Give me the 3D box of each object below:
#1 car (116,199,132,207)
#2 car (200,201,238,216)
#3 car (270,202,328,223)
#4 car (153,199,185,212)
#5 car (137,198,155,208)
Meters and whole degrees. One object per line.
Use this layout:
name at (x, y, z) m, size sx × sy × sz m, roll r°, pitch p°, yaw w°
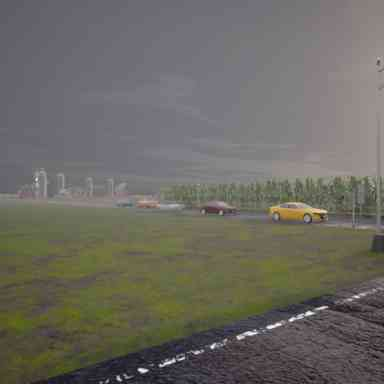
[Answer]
car at (-13.329, 2.123, 64.969) m, size 1.994 × 1.385 × 4.181 m, roll 0°, pitch -1°, yaw -34°
car at (2.834, 1.722, 36.023) m, size 1.882 × 1.535 × 5.008 m, roll 0°, pitch -1°, yaw -34°
car at (8.705, 1.627, 27.419) m, size 1.882 × 1.535 × 5.008 m, roll 0°, pitch -1°, yaw -34°
car at (-2.881, 1.938, 44.424) m, size 1.895 × 1.301 × 4.718 m, roll 0°, pitch -1°, yaw -34°
car at (-7.628, 1.817, 56.614) m, size 2.097 × 1.767 × 4.553 m, roll 0°, pitch -1°, yaw -34°
